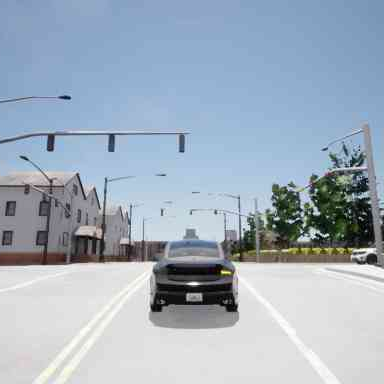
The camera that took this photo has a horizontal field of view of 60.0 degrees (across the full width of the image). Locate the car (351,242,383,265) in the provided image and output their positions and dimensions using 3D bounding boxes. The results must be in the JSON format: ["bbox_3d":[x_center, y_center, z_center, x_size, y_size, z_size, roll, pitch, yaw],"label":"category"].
[{"bbox_3d":[16.794,5.315,28.832,5.566,2.045,2.150,0,-12,1],"label":"car"}]

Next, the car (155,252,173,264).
[{"bbox_3d":[-3.736,8.984,45.166,2.128,1.511,4.902,0,-12,0],"label":"car"}]

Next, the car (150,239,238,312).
[{"bbox_3d":[0.045,1.985,8.589,1.837,1.490,4.892,0,-7,0],"label":"car"}]

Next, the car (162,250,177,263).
[{"bbox_3d":[-3.756,10.885,55.682,2.150,2.045,5.566,0,-12,0],"label":"car"}]
